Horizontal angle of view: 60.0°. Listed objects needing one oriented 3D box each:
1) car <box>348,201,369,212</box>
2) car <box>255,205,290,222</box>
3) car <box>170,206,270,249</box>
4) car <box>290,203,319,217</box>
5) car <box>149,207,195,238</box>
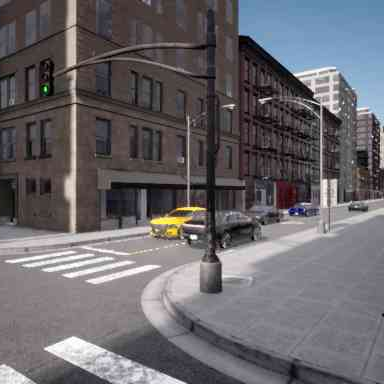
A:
[{"bbox_3d":[22.011,1.854,43.955,1.994,1.385,4.181,0,0,35],"label":"car"},{"bbox_3d":[5.542,1.704,25.941,2.033,1.411,5.357,0,0,35],"label":"car"},{"bbox_3d":[1.481,1.583,15.157,2.128,1.511,4.902,0,0,35],"label":"car"},{"bbox_3d":[11.528,1.815,34.321,1.895,1.301,4.718,0,0,36],"label":"car"},{"bbox_3d":[-0.198,1.575,17.882,1.882,1.535,5.008,0,0,35],"label":"car"}]
